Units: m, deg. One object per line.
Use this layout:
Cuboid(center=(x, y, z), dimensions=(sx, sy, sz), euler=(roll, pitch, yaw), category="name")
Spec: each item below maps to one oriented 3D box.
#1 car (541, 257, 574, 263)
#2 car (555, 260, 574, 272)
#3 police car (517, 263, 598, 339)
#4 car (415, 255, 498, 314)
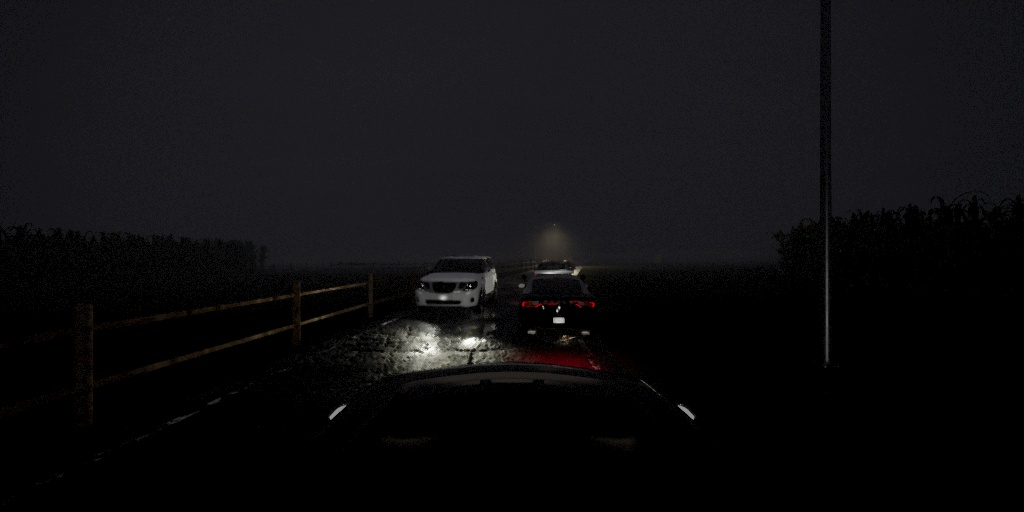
Cuboid(center=(2.259, 1.089, 19.908), dimensions=(2.097, 1.767, 4.553), euler=(0, 0, 8), category="car")
Cuboid(center=(6.724, 1.270, 45.851), dimensions=(1.994, 1.385, 4.181), euler=(0, 0, 13), category="car")
Cuboid(center=(1.198, 1.173, 10.259), dimensions=(1.930, 1.638, 5.238), euler=(0, 0, 4), category="police car")
Cuboid(center=(-1.906, 0.967, 14.098), dimensions=(2.150, 2.045, 5.566), euler=(0, 0, 6), category="car")
